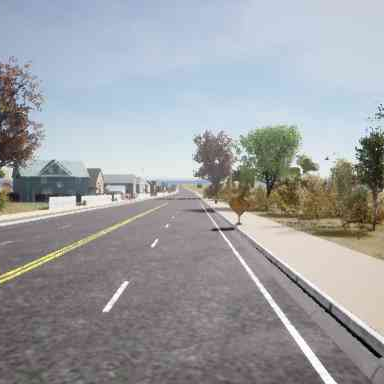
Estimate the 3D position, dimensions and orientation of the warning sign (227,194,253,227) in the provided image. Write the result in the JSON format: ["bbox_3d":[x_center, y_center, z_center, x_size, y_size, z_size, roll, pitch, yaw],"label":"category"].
[{"bbox_3d":[2.882,1.098,20.140,1.300,1.860,1.060,2,2,0],"label":"warning sign"}]
